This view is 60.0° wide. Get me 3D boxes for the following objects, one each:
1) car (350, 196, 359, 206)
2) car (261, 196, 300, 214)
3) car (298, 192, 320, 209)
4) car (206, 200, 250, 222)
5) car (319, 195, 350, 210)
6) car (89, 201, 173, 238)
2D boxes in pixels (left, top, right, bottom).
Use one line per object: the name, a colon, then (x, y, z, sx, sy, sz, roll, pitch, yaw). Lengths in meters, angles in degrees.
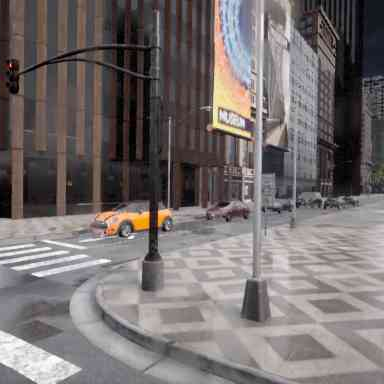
car: (23.637, 1.297, 49.583, 1.837, 1.490, 4.892, 1, 1, 35)
car: (8.893, 1.373, 34.113, 2.033, 1.411, 5.357, 1, 1, 35)
car: (15.091, 1.005, 42.771, 2.150, 2.045, 5.566, 1, 1, 35)
car: (2.882, 1.392, 25.630, 1.812, 1.442, 4.674, 1, 1, 36)
car: (17.654, 1.342, 41.044, 1.837, 1.490, 4.892, 1, 1, 36)
car: (-3.060, 1.258, 17.276, 2.097, 1.767, 4.553, 1, 1, 36)
